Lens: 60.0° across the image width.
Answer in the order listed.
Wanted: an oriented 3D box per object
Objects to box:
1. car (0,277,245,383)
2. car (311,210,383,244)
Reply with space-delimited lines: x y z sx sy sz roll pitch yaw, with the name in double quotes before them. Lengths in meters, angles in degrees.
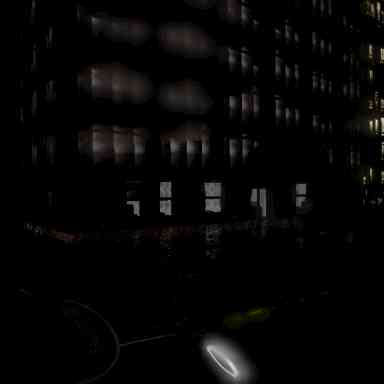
"car" -1.729 1.351 2.201 4.553 1.767 2.097 0 0 -36
"car" 7.474 1.541 15.764 4.507 1.381 1.887 0 -1 -35
